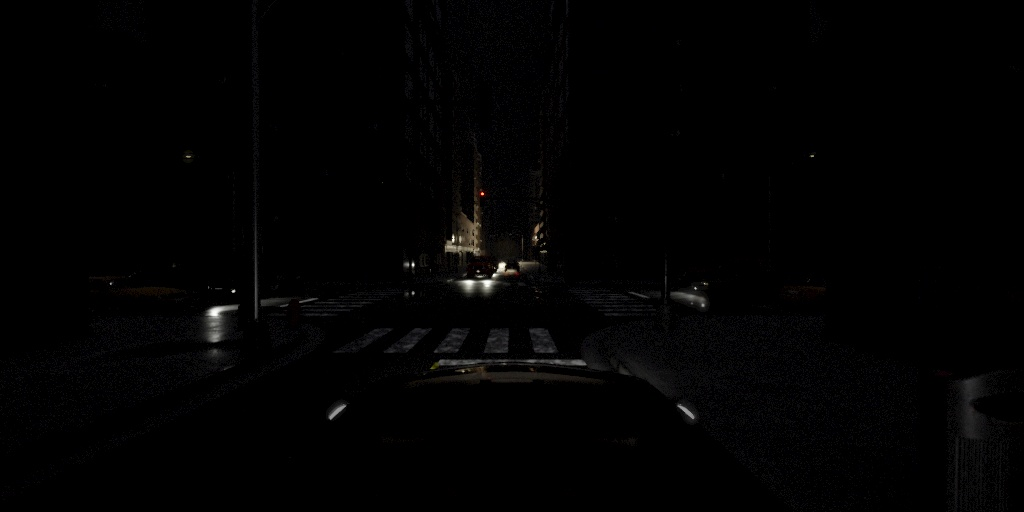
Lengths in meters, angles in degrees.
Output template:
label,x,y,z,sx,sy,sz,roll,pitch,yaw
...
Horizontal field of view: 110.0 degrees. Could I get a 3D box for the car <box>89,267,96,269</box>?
label,x,y,z,sx,sy,sz,roll,pitch,yaw
car,-25.392,1.314,20.956,4.313,1.339,1.948,0,0,0

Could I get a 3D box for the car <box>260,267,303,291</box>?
label,x,y,z,sx,sy,sz,roll,pitch,yaw
car,-14.567,1.306,20.961,4.313,1.339,1.948,0,0,0

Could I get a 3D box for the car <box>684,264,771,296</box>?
label,x,y,z,sx,sy,sz,roll,pitch,yaw
car,12.136,1.277,18.398,5.357,1.411,2.033,0,0,3

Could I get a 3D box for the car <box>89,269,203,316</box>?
label,x,y,z,sx,sy,sz,roll,pitch,yaw
car,-14.402,1.304,12.936,4.829,1.417,1.751,0,0,0

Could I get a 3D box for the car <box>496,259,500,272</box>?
label,x,y,z,sx,sy,sz,roll,pitch,yaw
car,-2.923,0.956,43.938,2.150,2.045,5.566,0,0,0

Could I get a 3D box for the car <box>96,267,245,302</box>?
label,x,y,z,sx,sy,sz,roll,pitch,yaw
car,-14.408,1.271,15.484,4.892,1.490,1.837,0,0,1

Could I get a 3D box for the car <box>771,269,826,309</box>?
label,x,y,z,sx,sy,sz,roll,pitch,yaw
car,12.481,1.280,12.949,4.829,1.417,1.751,0,0,0

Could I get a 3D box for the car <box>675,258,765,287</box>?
label,x,y,z,sx,sy,sz,roll,pitch,yaw
car,12.316,1.032,20.974,5.009,1.841,2.192,0,0,0

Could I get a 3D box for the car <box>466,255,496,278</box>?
label,x,y,z,sx,sy,sz,roll,pitch,yaw
car,-2.907,0.963,33.542,2.150,2.045,5.566,0,0,0

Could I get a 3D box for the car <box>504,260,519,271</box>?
label,x,y,z,sx,sy,sz,roll,pitch,yaw
car,0.011,1.256,48.078,1.812,1.442,4.674,0,0,0
